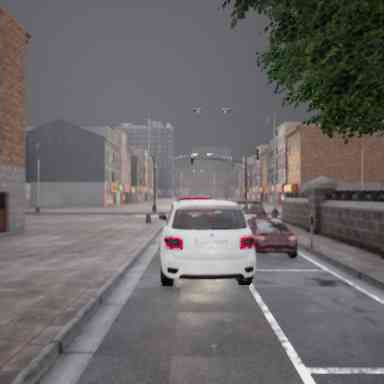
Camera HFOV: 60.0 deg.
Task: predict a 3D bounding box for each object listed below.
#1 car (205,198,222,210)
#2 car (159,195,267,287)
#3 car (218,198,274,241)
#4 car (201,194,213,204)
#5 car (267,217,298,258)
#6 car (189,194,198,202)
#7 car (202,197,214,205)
[{"bbox_3d":[2.795,1.578,44.316,1.887,1.381,4.507,1,0,0],"label":"car"},{"bbox_3d":[0.239,1.220,9.487,2.150,2.045,5.566,0,0,-4],"label":"car"},{"bbox_3d":[2.708,1.316,17.886,2.192,1.841,5.009,1,0,0],"label":"car"},{"bbox_3d":[2.871,1.400,66.066,2.192,1.841,5.009,1,0,0],"label":"car"},{"bbox_3d":[2.686,1.580,12.437,1.802,1.307,4.206,1,0,0],"label":"car"},{"bbox_3d":[0.265,1.478,77.851,2.097,1.767,4.553,0,0,0],"label":"car"},{"bbox_3d":[2.850,1.615,60.628,1.887,1.381,4.507,1,0,0],"label":"car"}]
